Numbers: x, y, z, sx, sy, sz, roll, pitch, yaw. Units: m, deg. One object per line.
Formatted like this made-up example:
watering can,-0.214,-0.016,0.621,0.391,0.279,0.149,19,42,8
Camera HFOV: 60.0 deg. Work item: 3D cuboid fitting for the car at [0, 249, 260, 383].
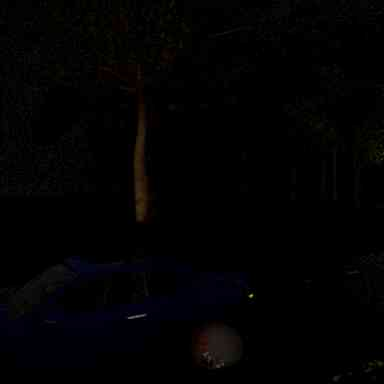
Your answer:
car,-1.252,1.532,4.266,4.674,1.442,1.812,1,0,-29
